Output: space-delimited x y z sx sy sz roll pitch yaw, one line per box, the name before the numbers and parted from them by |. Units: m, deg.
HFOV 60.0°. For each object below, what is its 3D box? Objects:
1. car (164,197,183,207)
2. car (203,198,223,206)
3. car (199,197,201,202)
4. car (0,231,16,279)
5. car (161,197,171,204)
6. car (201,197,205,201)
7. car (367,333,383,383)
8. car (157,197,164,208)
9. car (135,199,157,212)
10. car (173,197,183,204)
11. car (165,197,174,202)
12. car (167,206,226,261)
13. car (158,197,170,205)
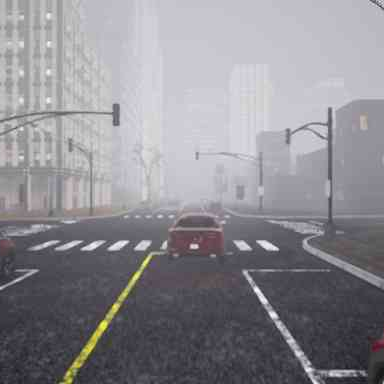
car | -3.046 1.786 55.376 1.895 1.301 4.718 0 0 0
car | 2.702 1.672 39.704 1.887 1.381 4.507 0 0 0
car | 2.714 1.851 84.030 2.008 1.369 4.403 0 0 0
car | -5.688 1.462 7.238 1.967 1.590 4.097 0 0 0
car | -5.670 1.819 72.951 1.947 1.339 4.313 0 0 0
car | 2.705 1.750 50.786 1.802 1.307 4.206 0 0 0
car | 2.692 1.445 1.698 1.967 1.590 4.097 0 0 0
car | -5.676 1.693 50.618 1.752 1.417 4.829 0 0 0
car | -5.679 1.710 39.706 1.802 1.307 4.206 0 0 0
car | -2.981 1.790 70.870 1.994 1.385 4.181 0 0 0
car | -5.667 1.883 84.032 1.802 1.307 4.206 0 0 0
car | 0.263 1.515 12.575 1.882 1.535 5.008 0 0 4
car | -5.671 1.797 67.410 1.947 1.339 4.313 0 0 0
